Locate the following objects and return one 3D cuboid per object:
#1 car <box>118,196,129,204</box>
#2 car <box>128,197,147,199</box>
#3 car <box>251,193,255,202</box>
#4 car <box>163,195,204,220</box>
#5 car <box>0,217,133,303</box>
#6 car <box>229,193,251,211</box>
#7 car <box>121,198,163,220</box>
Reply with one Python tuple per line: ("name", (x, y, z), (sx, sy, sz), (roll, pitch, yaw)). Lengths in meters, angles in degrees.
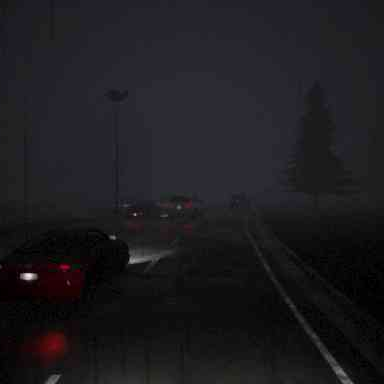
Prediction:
("car", (-12.332, 1.539, 62.046), (1.812, 1.442, 4.674), (0, 0, 13))
("car", (-9.080, 1.563, 60.525), (2.033, 1.411, 5.357), (0, 0, 13))
("car", (13.140, 1.283, 76.162), (2.150, 2.045, 5.566), (0, 0, 11))
("car", (-0.454, 1.234, 28.093), (2.150, 2.045, 5.566), (0, 0, 11))
("car", (-2.944, 1.563, 8.266), (1.994, 1.385, 4.181), (0, 0, 4))
("car", (5.865, 1.252, 41.267), (2.150, 2.045, 5.566), (0, 0, 12))
("car", (-3.966, 1.511, 28.231), (1.837, 1.490, 4.892), (0, 0, 11))
